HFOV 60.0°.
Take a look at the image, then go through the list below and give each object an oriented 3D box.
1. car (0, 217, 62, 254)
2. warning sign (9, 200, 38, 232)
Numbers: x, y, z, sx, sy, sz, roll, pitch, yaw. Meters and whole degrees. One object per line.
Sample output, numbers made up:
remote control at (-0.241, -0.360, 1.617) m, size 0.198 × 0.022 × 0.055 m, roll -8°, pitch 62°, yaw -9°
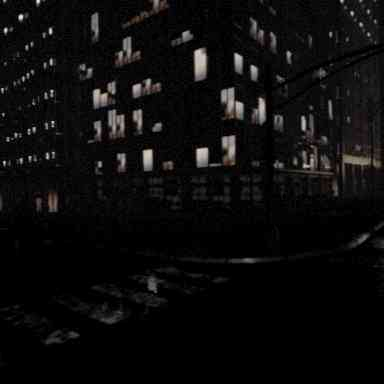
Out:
car at (-7.343, 1.783, 14.645) m, size 4.403 × 1.369 × 2.008 m, roll -2°, pitch 1°, yaw 42°
warning sign at (-10.540, 1.458, 20.770) m, size 1.060 × 1.860 × 1.300 m, roll -1°, pitch 0°, yaw 42°
